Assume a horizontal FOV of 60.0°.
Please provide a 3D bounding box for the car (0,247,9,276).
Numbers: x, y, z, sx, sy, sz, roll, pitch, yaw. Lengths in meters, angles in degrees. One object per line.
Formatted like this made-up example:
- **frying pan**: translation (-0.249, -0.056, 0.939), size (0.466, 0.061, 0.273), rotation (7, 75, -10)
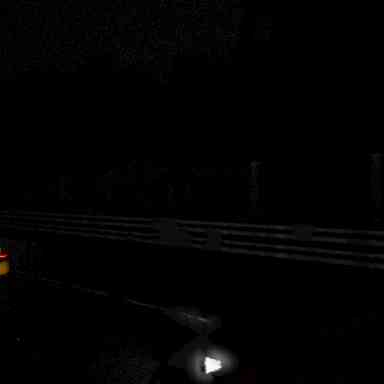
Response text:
- **car**: translation (-6.890, 1.520, 8.779), size (5.366, 1.575, 1.801), rotation (0, 0, 35)

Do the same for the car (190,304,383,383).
- **car**: translation (2.204, 1.502, 2.298), size (4.792, 1.488, 2.163), rotation (0, 0, 35)
